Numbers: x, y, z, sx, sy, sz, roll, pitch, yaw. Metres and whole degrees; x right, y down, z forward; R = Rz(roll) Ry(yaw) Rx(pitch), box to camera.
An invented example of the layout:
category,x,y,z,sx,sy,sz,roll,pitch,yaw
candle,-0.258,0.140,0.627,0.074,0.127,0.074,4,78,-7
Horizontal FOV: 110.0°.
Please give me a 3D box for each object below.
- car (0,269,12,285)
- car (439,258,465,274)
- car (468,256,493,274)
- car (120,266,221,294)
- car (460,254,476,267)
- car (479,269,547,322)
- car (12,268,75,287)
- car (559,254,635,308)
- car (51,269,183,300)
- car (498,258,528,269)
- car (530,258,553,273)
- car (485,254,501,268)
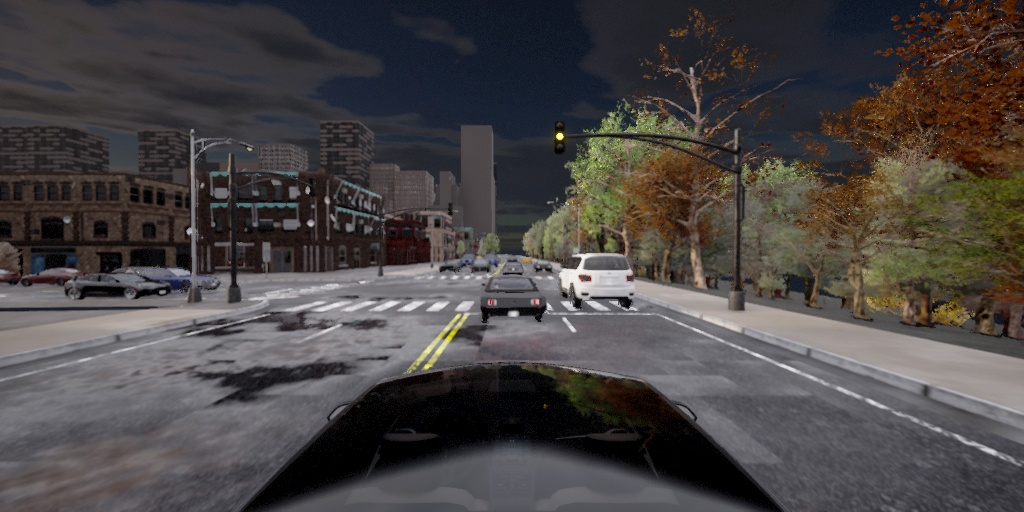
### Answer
category,x,y,z,sx,sy,sz,roll,pitch,yaw
car,-39.349,1.610,26.773,4.207,1.307,1.802,0,0,0
car,-6.595,1.185,38.693,1.895,1.301,4.718,0,0,0
car,-3.341,1.060,39.172,1.882,1.535,5.008,0,1,-1
car,-19.757,1.414,20.950,4.674,1.442,1.812,-1,1,0
car,-6.567,0.733,54.929,2.150,2.045,5.566,0,0,0
car,-0.107,1.305,12.167,1.895,1.301,4.718,0,0,-4
car,-33.815,1.548,26.766,4.207,1.307,1.802,0,0,0
car,3.352,0.914,15.040,2.150,2.045,5.566,0,0,0
car,-19.946,1.494,18.246,4.313,1.339,1.948,0,0,0
car,0.101,1.162,32.275,2.033,1.411,5.357,0,0,0
car,3.351,1.179,40.001,1.895,1.301,4.718,0,0,0
car,-3.317,0.732,55.265,2.150,2.045,5.566,0,0,0
